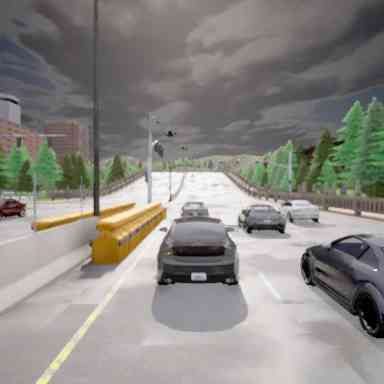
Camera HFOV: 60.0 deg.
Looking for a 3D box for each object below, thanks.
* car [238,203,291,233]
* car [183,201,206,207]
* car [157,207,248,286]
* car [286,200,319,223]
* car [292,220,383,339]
[{"bbox_3d":[3.677,1.361,18.120,1.994,1.385,4.181,0,1,0],"label":"car"},{"bbox_3d":[0.160,1.308,21.393,2.033,1.411,5.357,0,1,-1],"label":"car"},{"bbox_3d":[0.138,1.404,9.061,1.837,1.490,4.892,0,1,0],"label":"car"},{"bbox_3d":[7.196,1.270,22.800,1.812,1.442,4.674,0,1,0],"label":"car"},{"bbox_3d":[3.623,1.491,6.443,1.994,1.385,4.181,0,1,0],"label":"car"}]
